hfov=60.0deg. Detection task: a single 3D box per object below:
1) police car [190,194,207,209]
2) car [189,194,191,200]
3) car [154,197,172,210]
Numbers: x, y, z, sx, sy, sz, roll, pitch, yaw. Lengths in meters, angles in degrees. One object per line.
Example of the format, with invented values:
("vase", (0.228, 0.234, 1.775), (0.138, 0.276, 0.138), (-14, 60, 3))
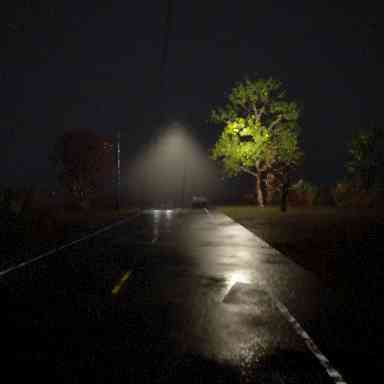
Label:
("police car", (1.051, 1.403, 45.195), (1.930, 1.638, 5.238), (0, 0, 0))
("car", (1.051, 1.191, 61.118), (2.150, 2.045, 5.566), (0, 0, 0))
("car", (-3.585, 1.483, 42.352), (1.837, 1.490, 4.892), (0, 0, 0))
